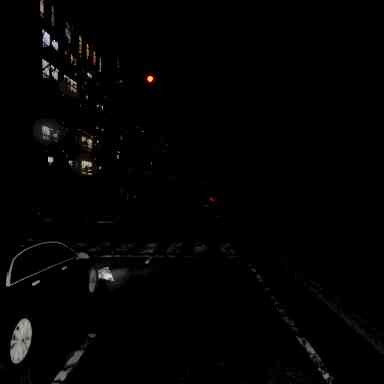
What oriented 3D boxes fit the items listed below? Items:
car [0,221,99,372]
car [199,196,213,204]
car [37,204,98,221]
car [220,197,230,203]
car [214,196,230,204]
[{"bbox_3d":[-3.047,1.507,5.641,1.837,1.490,4.892,0,0,1],"label":"car"},{"bbox_3d":[2.603,1.749,67.095,1.812,1.442,4.674,0,-1,9],"label":"car"},{"bbox_3d":[-9.018,1.603,24.226,4.181,1.385,1.994,0,0,-24],"label":"car"},{"bbox_3d":[7.854,1.855,78.672,1.994,1.385,4.181,0,0,12],"label":"car"},{"bbox_3d":[6.186,1.741,68.845,1.837,1.490,4.892,0,0,10],"label":"car"}]
